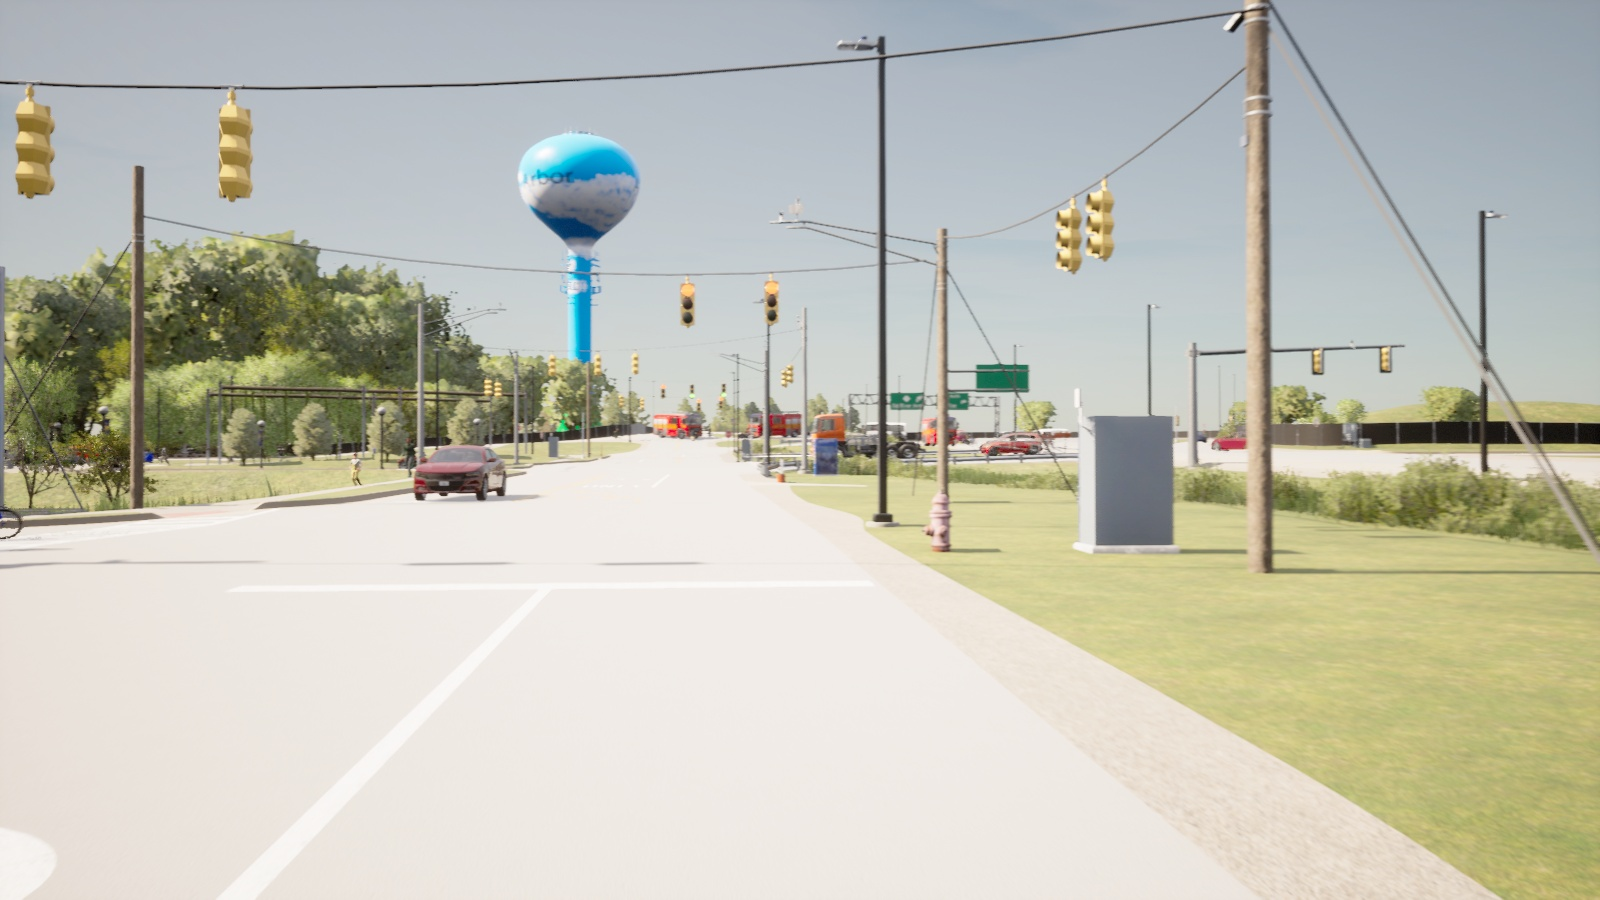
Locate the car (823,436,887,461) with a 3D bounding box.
[{"bbox_3d":[3.996,-0.122,92.099,4.553,1.767,2.097,0,1,-1],"label":"car"}]

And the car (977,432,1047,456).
[{"bbox_3d":[15.644,-0.455,92.842,4.611,1.667,2.242,-2,1,-4],"label":"car"}]

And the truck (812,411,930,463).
[{"bbox_3d":[4.963,-0.933,88.552,7.936,3.462,2.891,-1,1,-4],"label":"truck"}]

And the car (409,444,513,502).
[{"bbox_3d":[-9.476,0.591,35.491,1.882,1.535,5.008,0,0,-4],"label":"car"}]

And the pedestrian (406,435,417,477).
[{"bbox_3d":[-16.961,0.266,54.830,0.353,1.847,0.614,0,-1,-5],"label":"pedestrian"}]

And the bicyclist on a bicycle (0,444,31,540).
[{"bbox_3d":[-14.003,0.722,21.345,1.509,1.612,0.866,0,-2,-26],"label":"bicyclist on a bicycle"}]

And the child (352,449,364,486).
[{"bbox_3d":[-15.428,0.608,43.801,0.270,1.263,0.437,0,-1,-1],"label":"child"}]
